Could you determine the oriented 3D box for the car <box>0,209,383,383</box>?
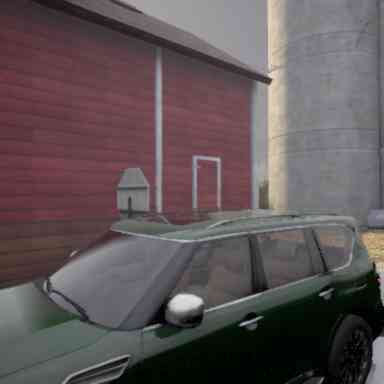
[{"bbox_3d":[-0.063,1.256,3.574,5.566,2.045,2.150,1,-1,-37],"label":"car"}]
